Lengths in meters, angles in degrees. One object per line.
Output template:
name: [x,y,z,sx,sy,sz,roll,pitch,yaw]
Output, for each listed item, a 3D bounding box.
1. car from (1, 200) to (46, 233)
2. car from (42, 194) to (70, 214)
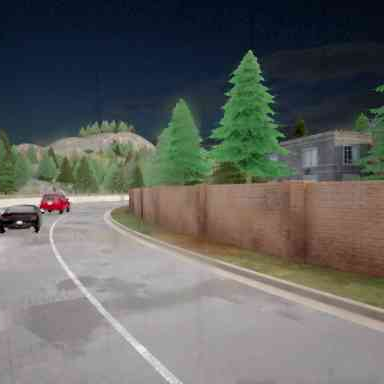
car: [-9.968,1.475,19.739,1.882,1.535,5.008,0,0,-22]
car: [-14.299,1.218,34.936,2.150,2.045,5.566,0,0,-11]
